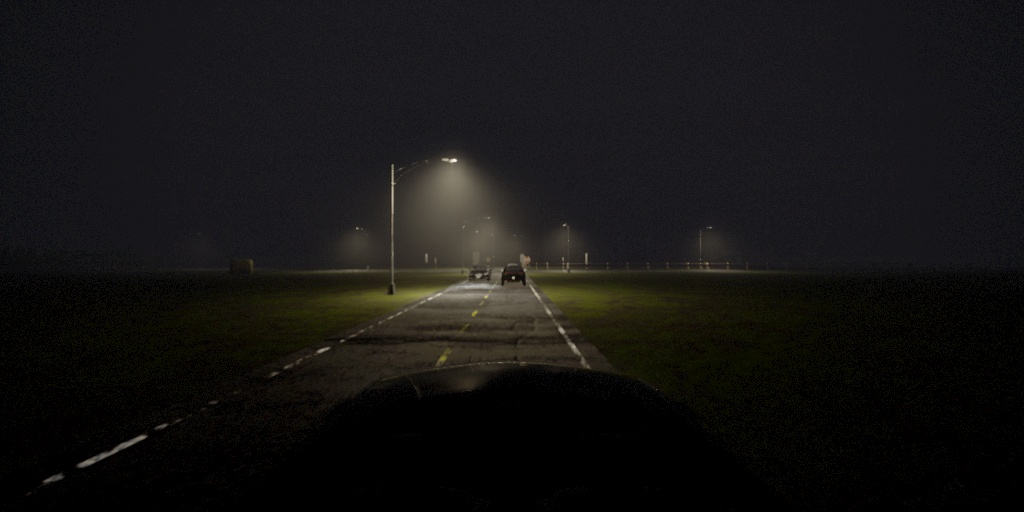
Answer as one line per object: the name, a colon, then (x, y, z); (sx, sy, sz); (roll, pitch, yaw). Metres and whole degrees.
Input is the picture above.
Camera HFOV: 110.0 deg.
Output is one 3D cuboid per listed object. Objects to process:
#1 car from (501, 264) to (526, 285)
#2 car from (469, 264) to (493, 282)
car: (0.115, 1.477, 28.809); (1.882, 1.535, 5.008); (0, 0, 0)
car: (-2.820, 1.527, 32.730); (2.128, 1.511, 4.902); (0, -1, 0)
